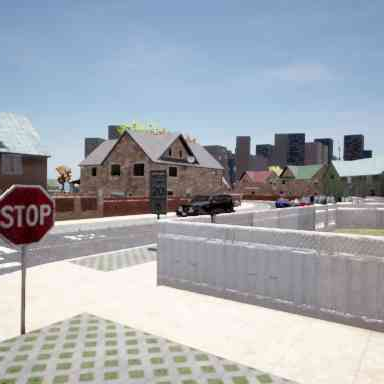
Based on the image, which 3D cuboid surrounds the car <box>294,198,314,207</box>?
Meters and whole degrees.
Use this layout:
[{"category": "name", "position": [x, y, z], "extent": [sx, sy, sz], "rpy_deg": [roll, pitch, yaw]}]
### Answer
[{"category": "car", "position": [14.126, 1.620, 41.352], "extent": [1.994, 1.385, 4.181], "rpy_deg": [1, 0, 19]}]

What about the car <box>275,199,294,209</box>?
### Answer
[{"category": "car", "position": [11.948, 1.593, 43.594], "extent": [1.895, 1.301, 4.718], "rpy_deg": [1, 0, 18]}]

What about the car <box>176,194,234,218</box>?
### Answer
[{"category": "car", "position": [1.137, 1.177, 25.088], "extent": [2.150, 2.045, 5.566], "rpy_deg": [2, 1, 37]}]
